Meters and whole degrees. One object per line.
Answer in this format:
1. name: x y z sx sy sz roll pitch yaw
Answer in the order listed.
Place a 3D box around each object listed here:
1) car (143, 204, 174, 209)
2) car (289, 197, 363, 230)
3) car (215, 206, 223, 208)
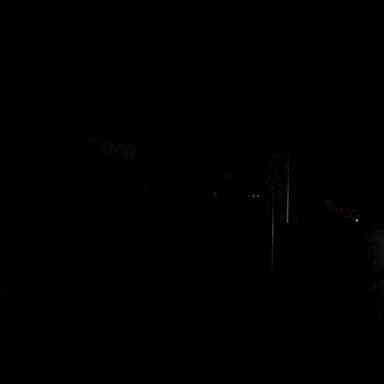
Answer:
1. car: -3.622 1.737 38.556 2.097 1.767 4.553 3 -2 -37
2. car: 8.241 1.376 22.066 2.150 2.045 5.566 2 -2 -35
3. car: 2.333 1.826 30.434 2.033 1.411 5.357 2 -2 -36
